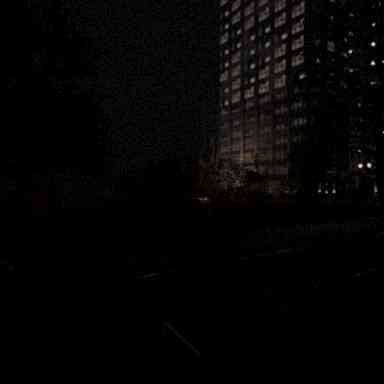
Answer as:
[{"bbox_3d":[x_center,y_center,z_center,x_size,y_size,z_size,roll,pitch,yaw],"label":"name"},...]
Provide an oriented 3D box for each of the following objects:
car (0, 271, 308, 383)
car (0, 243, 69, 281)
[{"bbox_3d":[-1.201,1.593,2.828,4.718,1.301,1.895,-1,1,-36],"label":"car"},{"bbox_3d":[-4.214,1.502,4.671,4.902,1.511,2.128,-1,1,-35],"label":"car"}]
